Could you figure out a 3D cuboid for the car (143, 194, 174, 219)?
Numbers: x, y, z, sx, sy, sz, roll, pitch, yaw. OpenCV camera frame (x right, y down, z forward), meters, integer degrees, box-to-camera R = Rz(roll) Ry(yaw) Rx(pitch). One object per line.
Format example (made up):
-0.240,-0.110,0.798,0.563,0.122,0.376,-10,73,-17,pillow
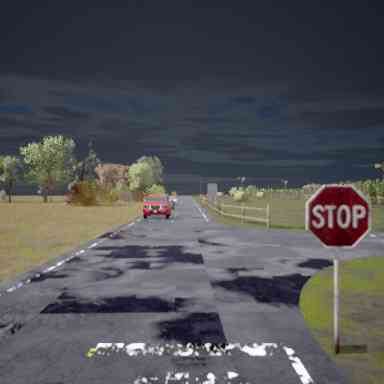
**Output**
-3.014,1.217,29.552,2.150,2.045,5.566,0,0,-1,car

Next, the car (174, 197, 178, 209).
-3.185,1.495,42.544,2.128,1.511,4.902,0,0,-1,car

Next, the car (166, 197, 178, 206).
-3.346,1.541,55.821,1.812,1.442,4.674,0,0,-2,car
